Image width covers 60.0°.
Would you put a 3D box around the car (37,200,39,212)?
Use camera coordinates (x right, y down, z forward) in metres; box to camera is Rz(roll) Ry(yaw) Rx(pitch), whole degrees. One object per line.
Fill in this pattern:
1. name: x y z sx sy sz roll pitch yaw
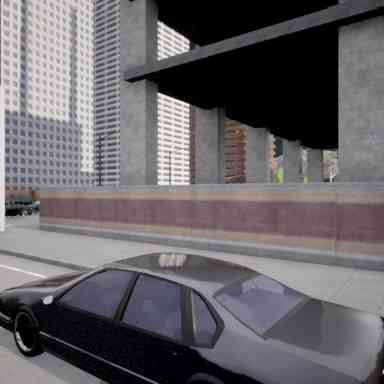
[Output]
1. car: -15.744 1.526 35.357 1.812 1.442 4.674 0 0 36

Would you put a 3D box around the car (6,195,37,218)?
1. car: -16.190 1.352 28.421 2.097 1.767 4.553 0 0 35

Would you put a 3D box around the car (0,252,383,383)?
1. car: -0.417 1.547 4.288 5.357 1.411 2.033 0 0 35
